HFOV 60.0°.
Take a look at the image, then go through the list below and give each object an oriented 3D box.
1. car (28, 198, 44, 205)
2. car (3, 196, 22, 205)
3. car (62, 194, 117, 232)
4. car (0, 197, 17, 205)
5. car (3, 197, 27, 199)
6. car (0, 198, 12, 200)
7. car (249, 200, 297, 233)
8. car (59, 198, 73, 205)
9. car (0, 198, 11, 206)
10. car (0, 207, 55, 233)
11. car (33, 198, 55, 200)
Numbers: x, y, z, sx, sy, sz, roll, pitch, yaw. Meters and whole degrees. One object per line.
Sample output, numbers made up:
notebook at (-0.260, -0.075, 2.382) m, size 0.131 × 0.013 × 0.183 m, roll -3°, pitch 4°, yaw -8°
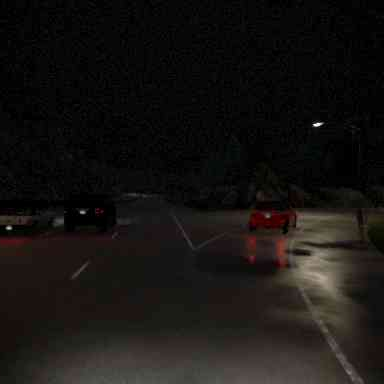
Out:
car at (-36.379, 2.159, 77.669) m, size 1.882 × 1.535 × 5.008 m, roll 0°, pitch -2°, yaw -6°
car at (-39.446, 1.896, 73.216) m, size 2.097 × 1.767 × 4.553 m, roll 0°, pitch -2°, yaw -6°
car at (-5.786, 1.108, 19.444) m, size 2.150 × 2.045 × 5.566 m, roll 0°, pitch 0°, yaw -6°
car at (-34.824, 1.739, 62.265) m, size 1.837 × 1.490 × 4.892 m, roll 0°, pitch -2°, yaw -6°
car at (-26.410, 1.451, 48.137) m, size 2.033 × 1.411 × 5.357 m, roll 0°, pitch -1°, yaw -5°
car at (-12.822, 1.322, 19.501) m, size 2.128 × 1.511 × 4.902 m, roll 0°, pitch 0°, yaw -6°
car at (4.915, 1.306, 19.710) m, size 2.097 × 1.767 × 4.553 m, roll 1°, pitch 0°, yaw 24°
car at (-29.334, 2.186, 77.575) m, size 1.882 × 1.535 × 5.008 m, roll 0°, pitch -2°, yaw -6°
car at (-30.264, 1.563, 51.779) m, size 1.895 × 1.301 × 4.718 m, roll 0°, pitch -1°, yaw -5°
car at (-9.210, 1.463, 18.553) m, size 1.895 × 1.301 × 4.718 m, roll 0°, pitch 0°, yaw -6°
car at (-27.883, 1.850, 63.197) m, size 1.994 × 1.385 × 4.181 m, roll 0°, pitch -2°, yaw -6°
